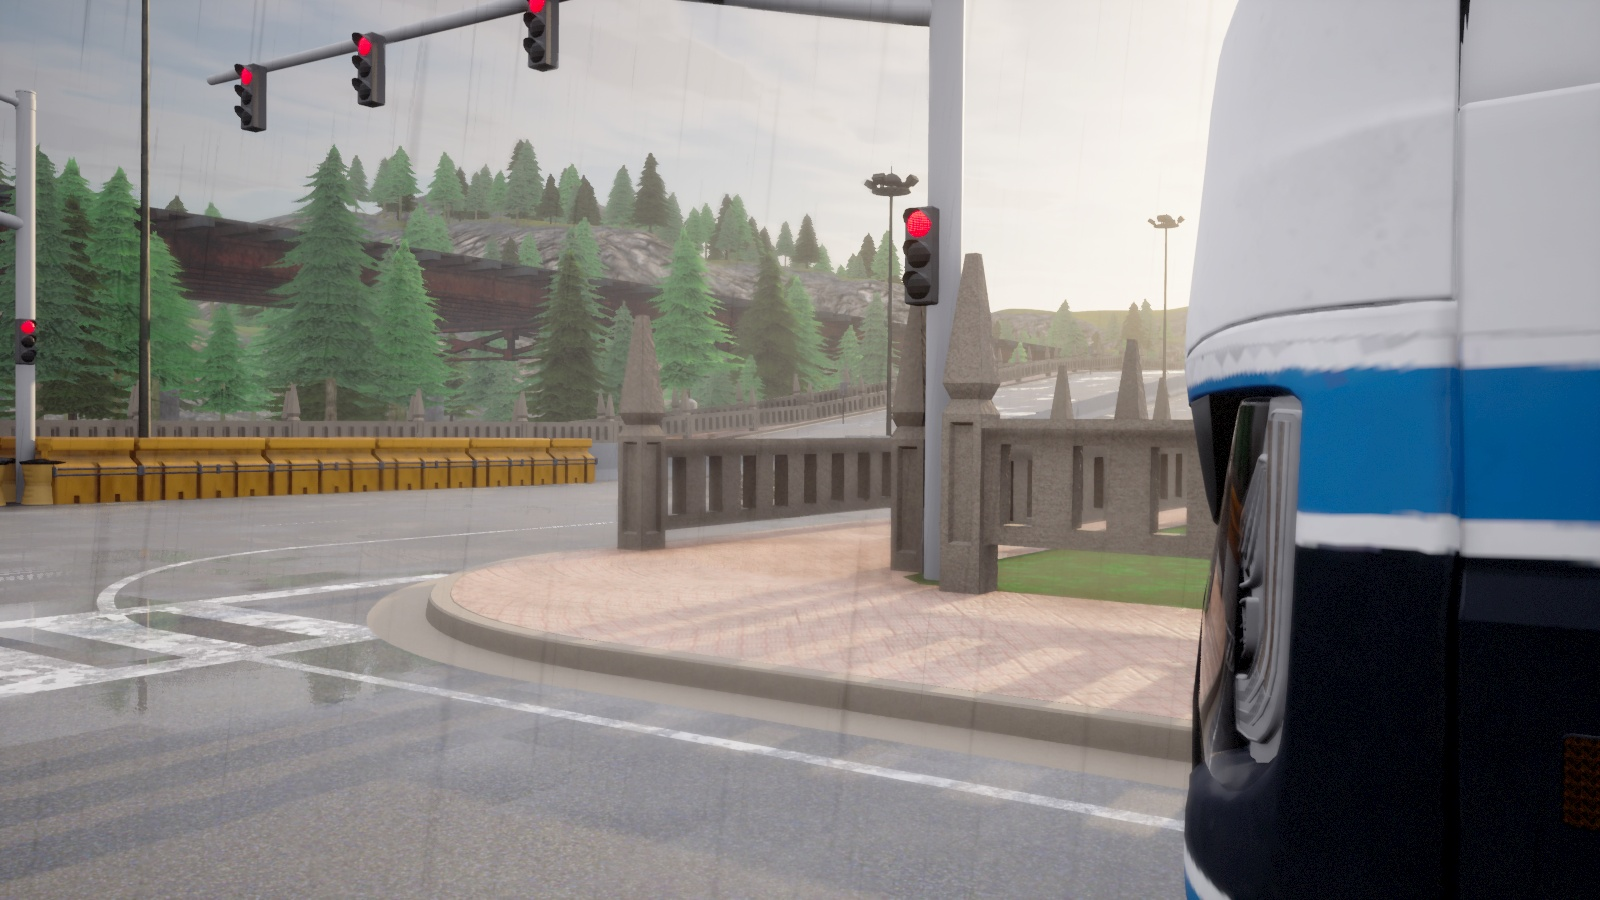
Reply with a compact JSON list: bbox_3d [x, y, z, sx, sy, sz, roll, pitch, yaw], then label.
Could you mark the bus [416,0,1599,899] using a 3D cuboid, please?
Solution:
[{"bbox_3d":[4.895,-0.694,0.344,10.273,4.253,3.944,0,1,34],"label":"bus"}]
